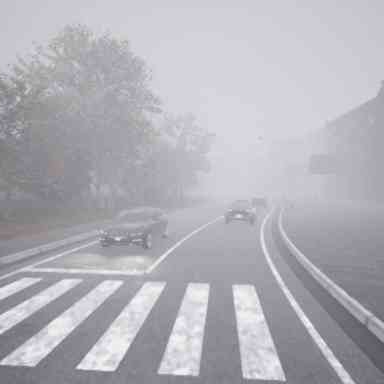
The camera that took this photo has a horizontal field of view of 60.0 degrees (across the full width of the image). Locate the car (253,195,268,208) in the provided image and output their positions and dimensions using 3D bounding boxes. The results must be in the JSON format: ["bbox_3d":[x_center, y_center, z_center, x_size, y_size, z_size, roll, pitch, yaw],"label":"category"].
[{"bbox_3d":[8.460,1.105,41.696,1.882,1.535,5.008,1,1,14],"label":"car"}]

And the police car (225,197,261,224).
[{"bbox_3d":[3.608,1.376,23.835,2.038,1.542,4.974,1,1,14],"label":"police car"}]

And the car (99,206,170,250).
[{"bbox_3d":[-2.232,1.408,14.115,1.837,1.490,4.892,1,0,9],"label":"car"}]
